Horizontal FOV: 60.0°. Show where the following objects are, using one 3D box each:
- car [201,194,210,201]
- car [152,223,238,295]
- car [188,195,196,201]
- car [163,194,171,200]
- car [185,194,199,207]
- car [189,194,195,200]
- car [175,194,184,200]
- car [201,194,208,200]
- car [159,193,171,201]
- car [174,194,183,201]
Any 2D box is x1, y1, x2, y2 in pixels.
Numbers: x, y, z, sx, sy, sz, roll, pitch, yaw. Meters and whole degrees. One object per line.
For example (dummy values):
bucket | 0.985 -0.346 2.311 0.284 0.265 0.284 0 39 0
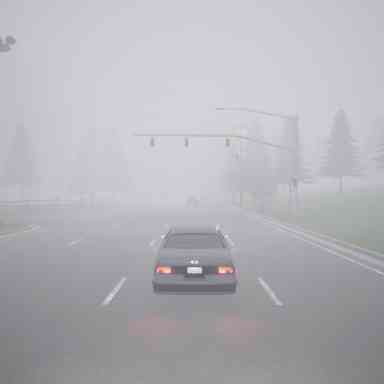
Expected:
car | 3.502 1.492 83.570 1.837 1.490 4.892 0 0 0
car | 0.067 1.547 8.888 2.033 1.411 5.357 0 0 0
car | 0.002 1.531 83.570 2.033 1.411 5.357 0 0 0
car | -6.998 1.385 93.991 1.994 1.385 4.181 0 0 0
car | -0.001 1.352 52.927 2.097 1.767 4.553 0 0 0
car | 0.002 1.310 93.990 1.882 1.535 5.008 0 0 0
car | -3.498 1.357 93.990 2.128 1.511 4.902 0 0 0
car | 3.502 1.310 93.990 1.882 1.535 5.008 0 0 0
car | -6.998 1.217 83.601 2.150 2.045 5.566 0 0 0
car | -3.498 1.516 83.987 1.812 1.442 4.674 0 0 0
